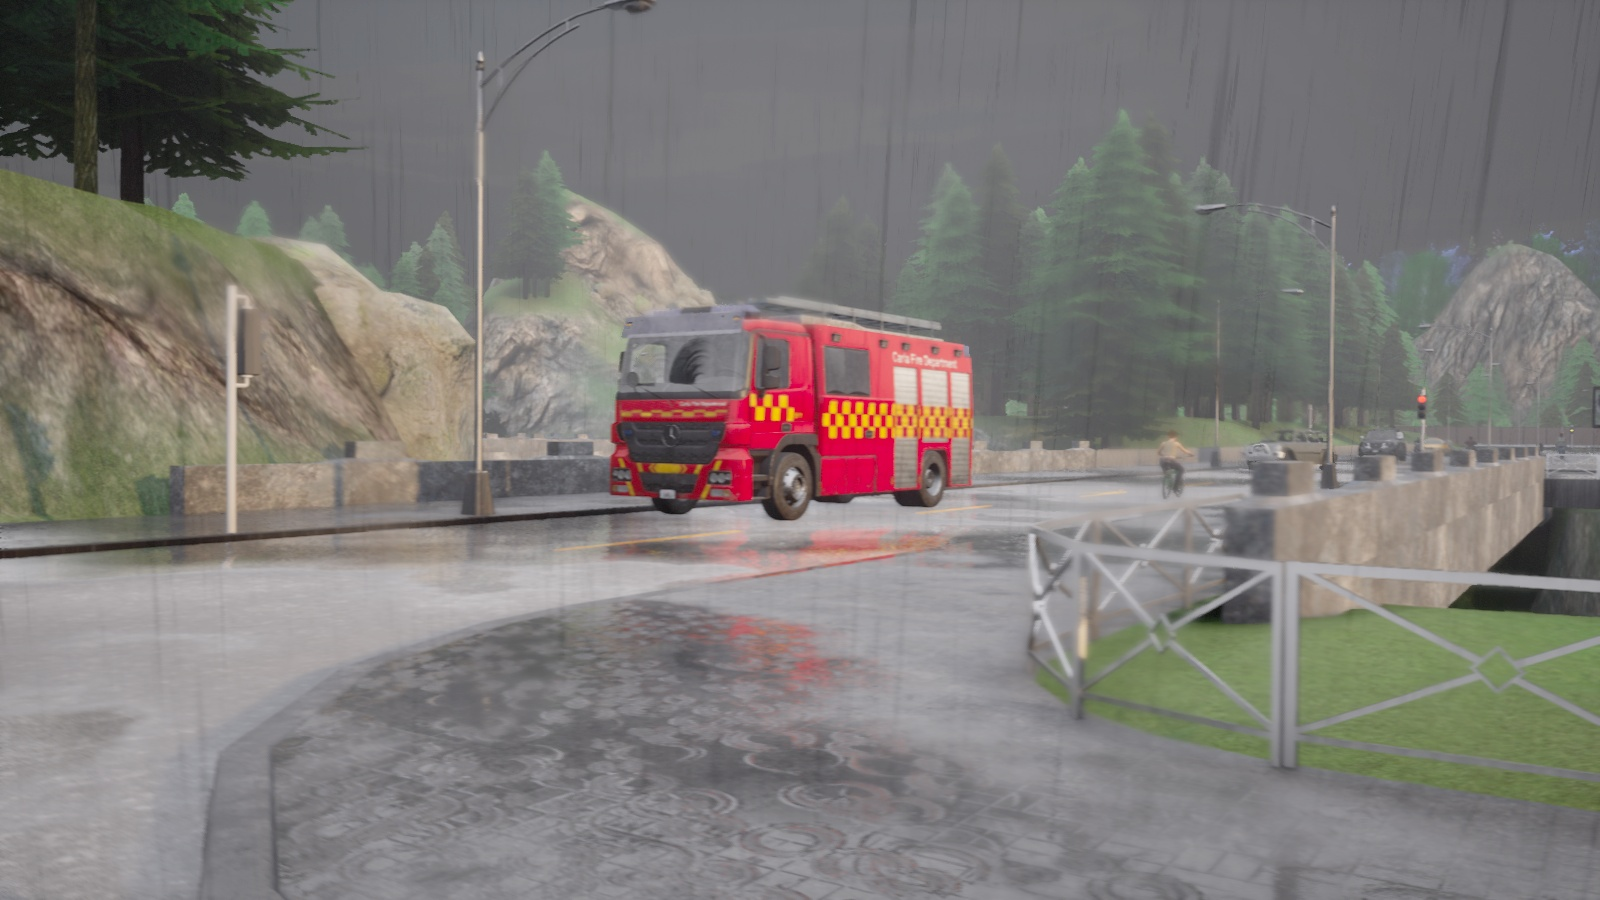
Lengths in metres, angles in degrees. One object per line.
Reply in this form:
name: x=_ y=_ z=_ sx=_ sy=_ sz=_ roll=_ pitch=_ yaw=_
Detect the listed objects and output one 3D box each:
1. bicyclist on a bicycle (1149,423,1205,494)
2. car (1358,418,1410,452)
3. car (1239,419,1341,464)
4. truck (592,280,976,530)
bicyclist on a bicycle: x=8.872 y=0.179 z=29.528 sx=0.866 sy=1.612 sz=1.509 roll=0 pitch=1 yaw=34
car: x=36.256 y=-0.955 z=77.903 sx=2.150 sy=2.045 sz=5.566 roll=0 pitch=1 yaw=33
car: x=21.171 y=-0.393 z=54.185 sx=4.605 sy=1.855 sz=1.932 roll=-1 pitch=0 yaw=-36
truck: x=0.119 y=-0.761 z=23.595 sx=2.891 sy=3.827 sz=8.468 roll=0 pitch=1 yaw=34
